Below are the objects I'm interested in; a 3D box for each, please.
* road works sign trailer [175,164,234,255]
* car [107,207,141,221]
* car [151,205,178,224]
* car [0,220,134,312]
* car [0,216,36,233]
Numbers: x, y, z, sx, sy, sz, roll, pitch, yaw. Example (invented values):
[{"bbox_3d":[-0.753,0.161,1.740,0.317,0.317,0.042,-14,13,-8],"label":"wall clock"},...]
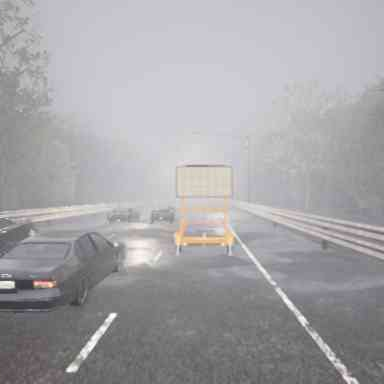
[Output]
[{"bbox_3d":[0.521,0.636,14.073,2.380,3.560,2.880,0,-1,3],"label":"road works sign trailer"},{"bbox_3d":[-5.760,1.980,28.777,1.895,1.301,4.718,0,-1,3],"label":"car"},{"bbox_3d":[-2.284,1.845,28.121,2.128,1.511,4.902,0,-1,3],"label":"car"},{"bbox_3d":[-3.080,1.665,8.212,2.033,1.411,5.357,0,-1,2],"label":"car"},{"bbox_3d":[-6.510,1.451,10.064,1.837,1.490,4.892,-2,8,2],"label":"car"}]
